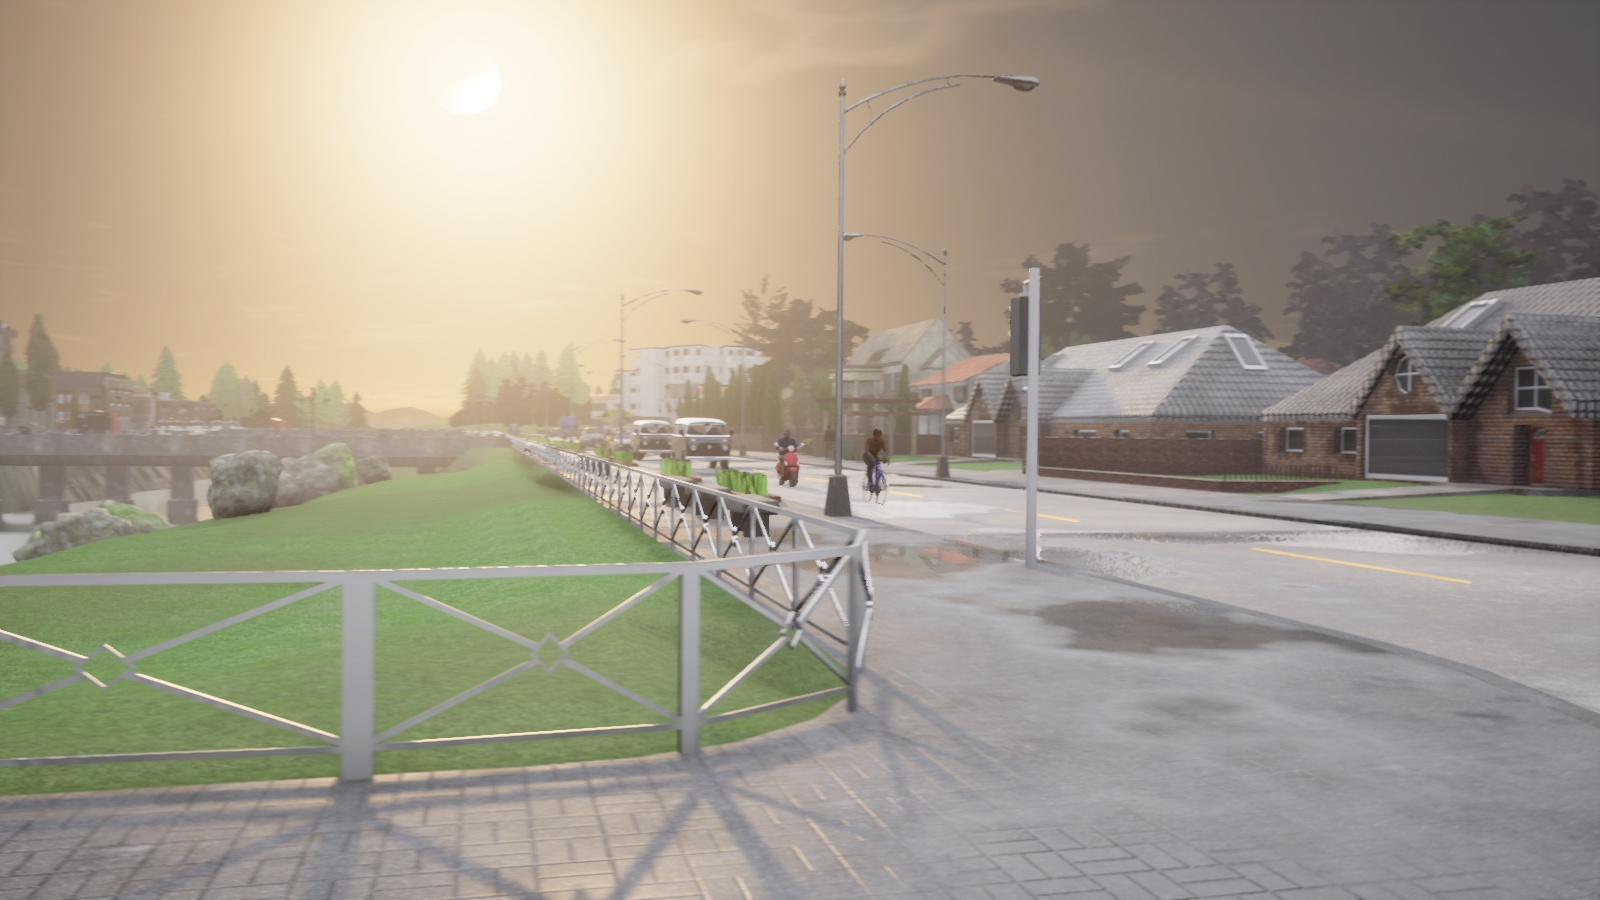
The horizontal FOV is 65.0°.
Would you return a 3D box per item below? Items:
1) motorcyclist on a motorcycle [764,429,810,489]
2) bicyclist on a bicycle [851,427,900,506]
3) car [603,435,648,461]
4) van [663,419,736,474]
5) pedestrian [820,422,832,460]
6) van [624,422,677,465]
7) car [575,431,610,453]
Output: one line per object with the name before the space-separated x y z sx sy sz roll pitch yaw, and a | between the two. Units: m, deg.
motorcyclist on a motorcycle | -0.375 0.234 34.835 0.866 1.590 1.817 -1 1 -14
bicyclist on a bicycle | 1.609 0.328 27.011 0.582 1.620 1.656 -1 1 -14
car | -10.367 -0.151 74.232 2.033 1.411 5.357 -1 1 -14
van | -3.973 -0.169 49.004 2.069 2.038 4.480 -1 1 -14
pedestrian | 1.290 -0.436 62.001 0.431 1.840 0.703 -1 1 -11
van | -7.539 -0.340 63.065 2.069 2.038 4.480 -1 1 -14
car | -15.842 -0.617 95.805 2.242 1.667 4.611 -1 1 -14
